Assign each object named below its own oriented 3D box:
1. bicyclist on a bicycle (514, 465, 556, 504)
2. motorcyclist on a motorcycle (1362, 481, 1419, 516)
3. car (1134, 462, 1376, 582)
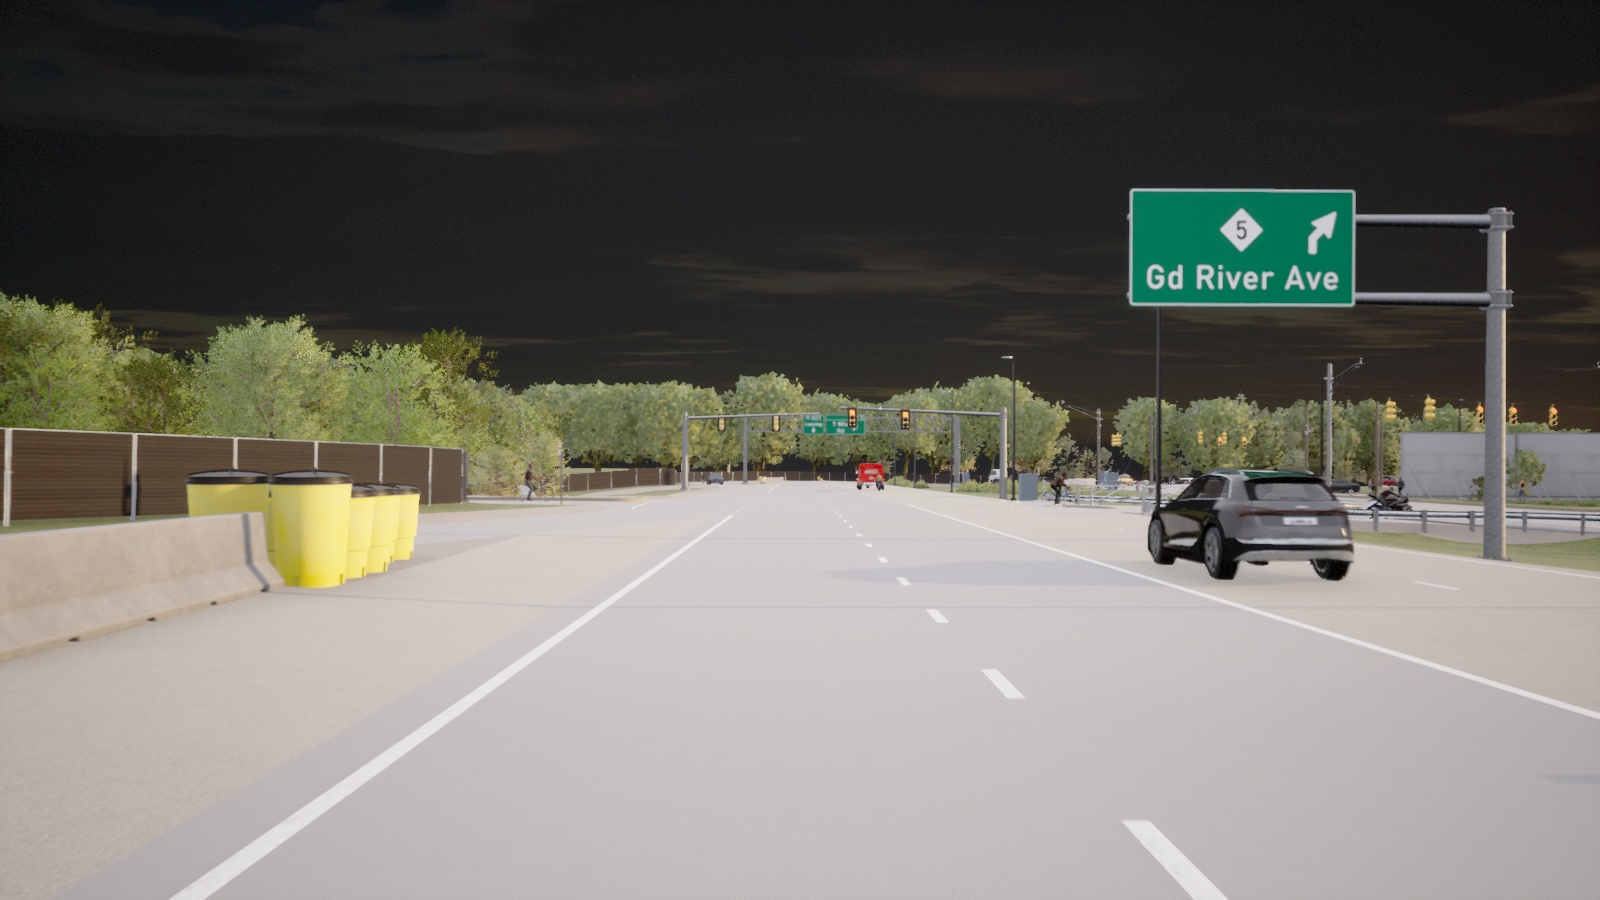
[{"bbox_3d":[-12.306,1.610,58.371,1.843,1.776,0.659,0,-1,-1],"label":"bicyclist on a bicycle"},{"bbox_3d":[27.559,2.254,58.631,2.191,1.530,0.866,-1,-1,-2],"label":"motorcyclist on a motorcycle"},{"bbox_3d":[6.951,1.038,19.829,2.033,1.649,4.856,0,-1,0],"label":"car"}]
